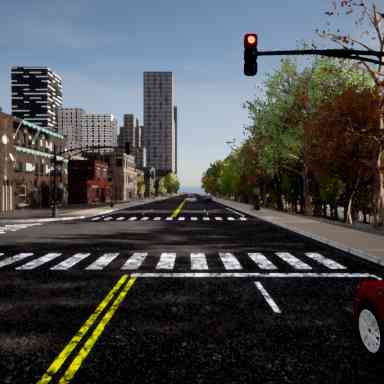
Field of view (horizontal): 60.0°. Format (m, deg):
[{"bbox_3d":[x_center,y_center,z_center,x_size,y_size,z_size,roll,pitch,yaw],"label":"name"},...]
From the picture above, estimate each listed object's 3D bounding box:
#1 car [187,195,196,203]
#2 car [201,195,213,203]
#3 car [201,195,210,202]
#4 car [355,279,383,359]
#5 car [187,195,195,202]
[{"bbox_3d":[-0.055,1.575,67.321,1.895,1.301,4.718,0,0,0],"label":"car"},{"bbox_3d":[3.196,1.523,65.807,2.033,1.411,5.357,0,0,0],"label":"car"},{"bbox_3d":[3.076,1.470,76.301,1.837,1.490,4.892,0,0,0],"label":"car"},{"bbox_3d":[3.343,1.477,2.940,1.882,1.535,5.008,0,0,0],"label":"car"},{"bbox_3d":[-0.178,1.469,77.360,1.837,1.490,4.892,0,0,0],"label":"car"}]
